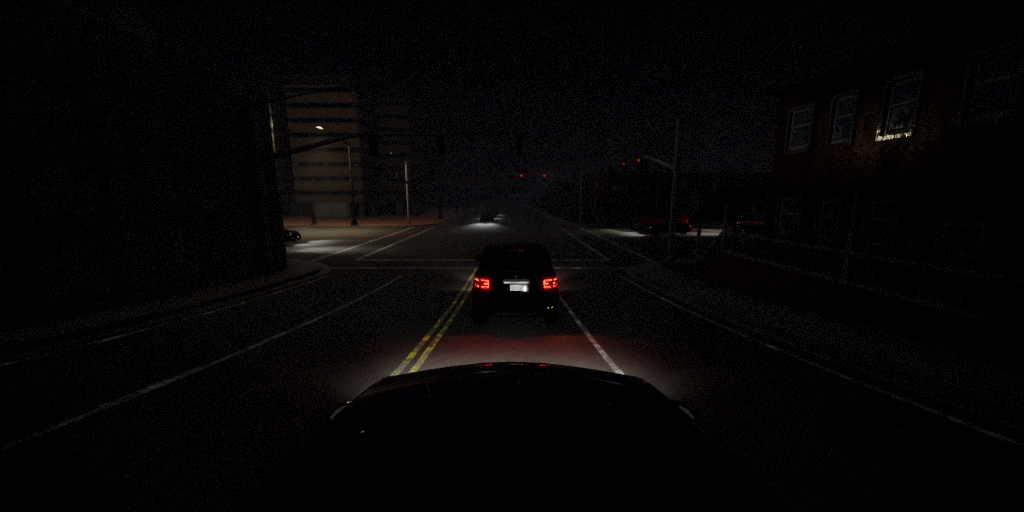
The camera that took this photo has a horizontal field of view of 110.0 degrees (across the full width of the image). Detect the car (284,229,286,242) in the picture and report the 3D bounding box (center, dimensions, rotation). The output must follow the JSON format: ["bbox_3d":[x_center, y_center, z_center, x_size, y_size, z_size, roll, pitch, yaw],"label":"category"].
[{"bbox_3d":[-19.923,-1.235,26.184,4.902,1.511,2.128,0,10,0],"label":"car"}]

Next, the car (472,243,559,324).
[{"bbox_3d":[0.059,0.601,10.748,2.150,2.045,5.566,0,4,-1],"label":"car"}]

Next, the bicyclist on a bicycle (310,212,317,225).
[{"bbox_3d":[-25.397,-4.790,45.851,0.582,1.620,1.656,0,10,0],"label":"bicyclist on a bicycle"}]

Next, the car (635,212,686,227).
[{"bbox_3d":[16.751,-3.871,40.133,5.566,2.045,2.150,0,10,0],"label":"car"}]

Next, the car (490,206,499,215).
[{"bbox_3d":[-3.750,-7.558,63.467,1.812,1.442,4.674,0,10,0],"label":"car"}]

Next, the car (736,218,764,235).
[{"bbox_3d":[25.916,-2.902,36.743,4.718,1.301,1.895,0,10,0],"label":"car"}]

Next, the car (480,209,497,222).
[{"bbox_3d":[-3.750,-5.887,54.128,1.895,1.301,4.718,0,10,0],"label":"car"}]

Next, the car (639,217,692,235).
[{"bbox_3d":[15.945,-2.982,36.730,4.674,1.442,1.812,0,10,0],"label":"car"}]

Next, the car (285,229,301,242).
[{"bbox_3d":[-20.118,-1.810,29.628,4.892,1.490,1.837,0,10,0],"label":"car"}]

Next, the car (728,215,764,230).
[{"bbox_3d":[26.667,-3.738,40.150,4.553,1.767,2.097,0,10,0],"label":"car"}]
